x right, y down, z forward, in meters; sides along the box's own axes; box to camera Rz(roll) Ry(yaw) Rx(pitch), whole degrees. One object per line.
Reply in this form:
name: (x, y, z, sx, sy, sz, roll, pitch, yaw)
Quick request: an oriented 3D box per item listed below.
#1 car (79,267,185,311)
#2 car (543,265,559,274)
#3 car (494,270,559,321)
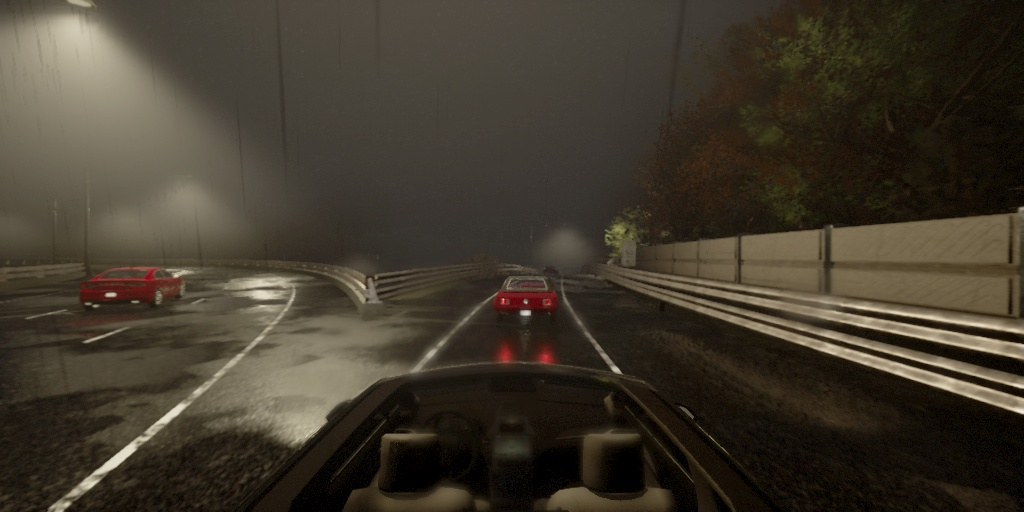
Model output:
car: (-15.087, 1.189, 14.557, 1.882, 1.535, 5.008, 0, 0, -29)
car: (5.622, 2.020, 52.867, 1.994, 1.385, 4.181, 0, -3, 9)
car: (0.543, 1.352, 12.521, 1.895, 1.301, 4.718, 0, 0, 4)
